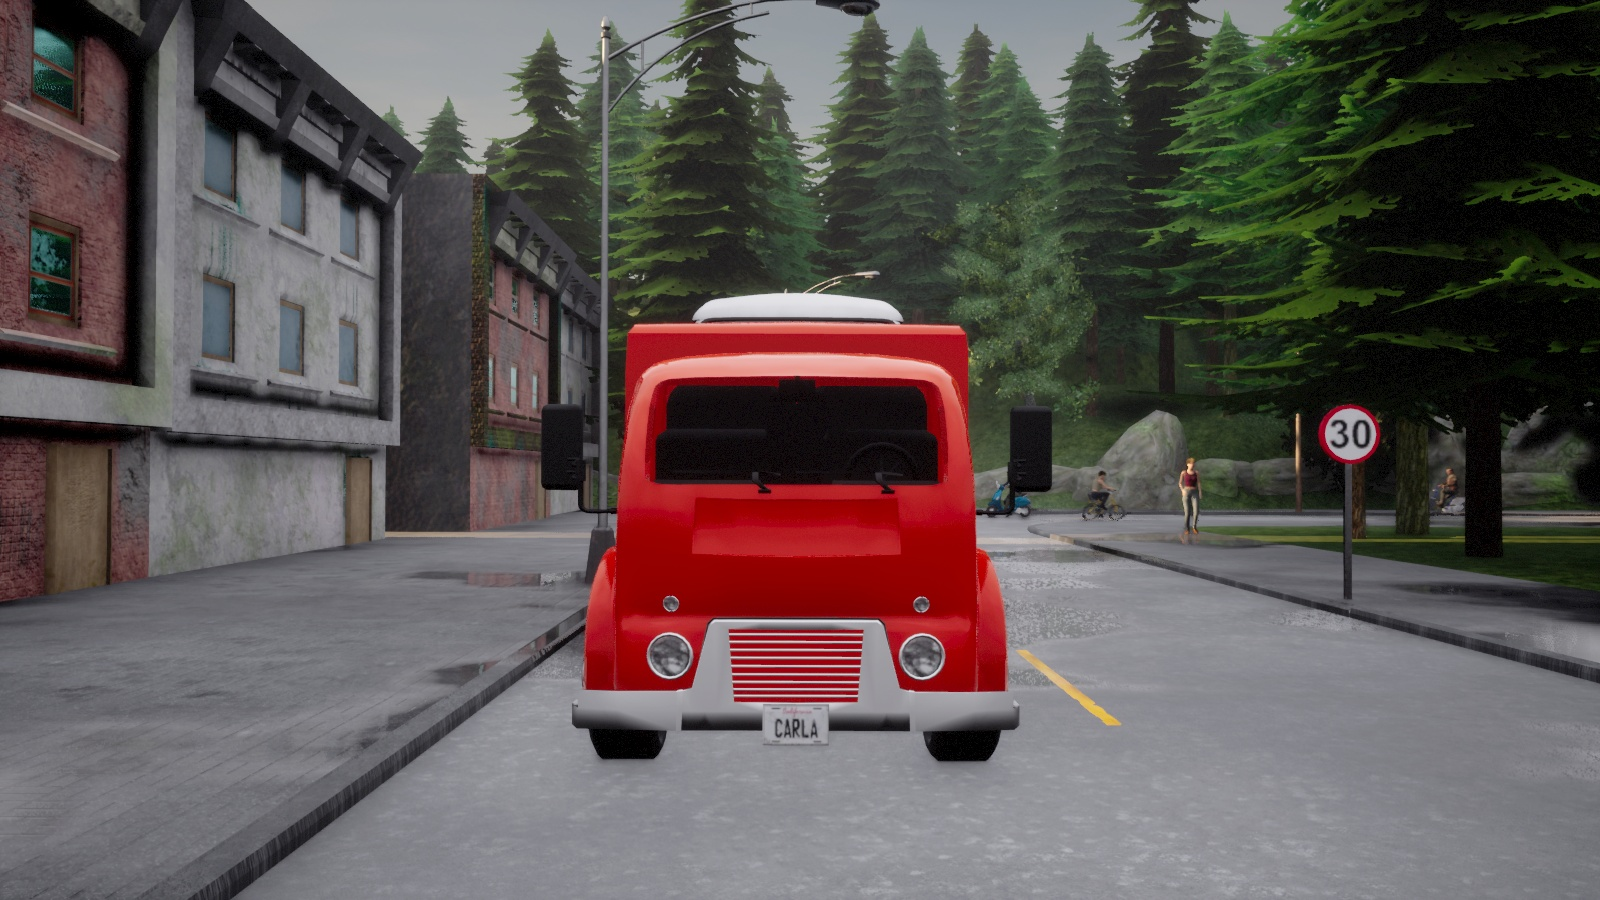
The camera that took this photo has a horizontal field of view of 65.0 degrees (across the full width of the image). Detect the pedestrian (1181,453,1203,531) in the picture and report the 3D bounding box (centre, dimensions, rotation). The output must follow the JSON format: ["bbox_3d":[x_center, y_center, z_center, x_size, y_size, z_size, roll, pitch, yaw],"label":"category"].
[{"bbox_3d":[9.205,0.982,29.523,0.345,1.836,0.594,0,-1,3],"label":"pedestrian"}]

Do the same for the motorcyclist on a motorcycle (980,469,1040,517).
[{"bbox_3d":[7.185,1.462,43.002,1.817,1.590,0.866,0,-1,-21],"label":"motorcyclist on a motorcycle"}]

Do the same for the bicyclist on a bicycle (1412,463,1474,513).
[{"bbox_3d":[22.694,1.337,44.356,1.843,1.776,0.659,0,-1,0],"label":"bicyclist on a bicycle"}]

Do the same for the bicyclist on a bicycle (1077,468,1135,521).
[{"bbox_3d":[9.625,1.376,39.527,1.509,1.612,0.866,0,1,-18],"label":"bicyclist on a bicycle"}]

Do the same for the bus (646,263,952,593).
[{"bbox_3d":[-0.092,-0.203,21.375,3.944,4.253,10.273,0,-1,-1],"label":"bus"}]

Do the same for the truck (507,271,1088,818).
[{"bbox_3d":[-0.024,0.467,8.306,2.627,2.467,5.204,0,-1,0],"label":"truck"}]
